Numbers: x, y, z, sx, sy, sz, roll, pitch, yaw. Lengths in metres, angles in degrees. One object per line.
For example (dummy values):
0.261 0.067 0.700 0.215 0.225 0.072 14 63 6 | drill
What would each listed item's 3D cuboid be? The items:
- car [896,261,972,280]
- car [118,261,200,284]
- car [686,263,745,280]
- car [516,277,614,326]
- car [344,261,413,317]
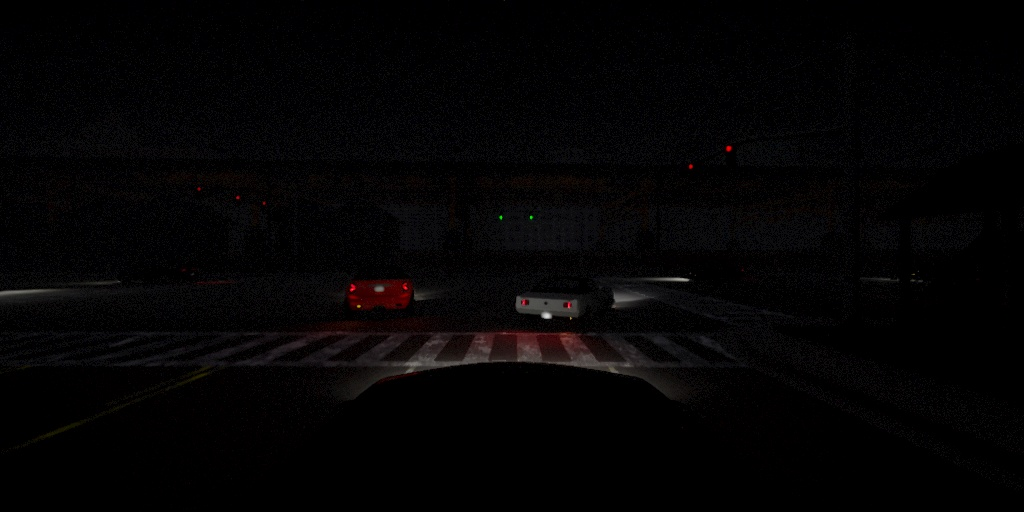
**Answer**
34.684 1.168 29.515 4.892 1.490 1.837 0 0 0 | car
-25.458 1.153 25.911 5.008 1.535 1.882 0 0 2 | car
16.689 1.228 29.532 4.181 1.385 1.994 0 0 0 | car
1.957 1.320 11.709 1.895 1.301 4.718 0 0 27 | car
-4.822 1.065 13.371 2.097 1.767 4.553 0 0 -17 | car
